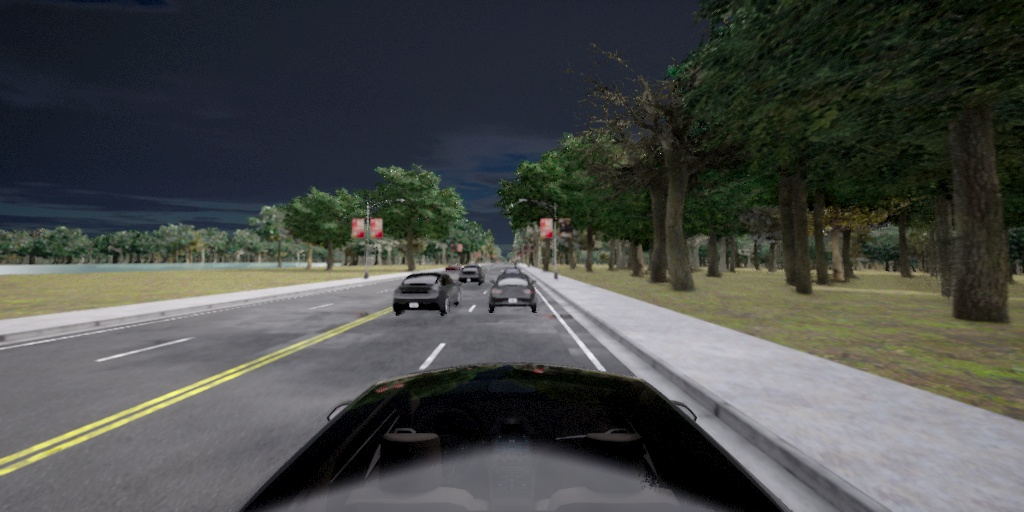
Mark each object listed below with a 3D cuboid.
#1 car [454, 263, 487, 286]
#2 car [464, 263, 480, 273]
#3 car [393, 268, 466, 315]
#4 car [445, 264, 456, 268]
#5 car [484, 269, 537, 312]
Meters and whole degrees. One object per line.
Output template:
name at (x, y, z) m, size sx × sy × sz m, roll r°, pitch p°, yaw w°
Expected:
car at (-3.216, 1.572, 29.246) m, size 1.837 × 1.490 × 4.892 m, roll 0°, pitch 0°, yaw 0°
car at (-6.572, 1.913, 59.435) m, size 2.128 × 1.511 × 4.902 m, roll 0°, pitch -1°, yaw 1°
car at (-3.211, 1.400, 14.248) m, size 1.837 × 1.490 × 4.892 m, roll 0°, pitch 0°, yaw 1°
car at (-9.817, 2.022, 59.435) m, size 1.895 × 1.301 × 4.718 m, roll 0°, pitch -1°, yaw 1°
car at (0.046, 1.428, 14.929) m, size 1.812 × 1.442 × 4.674 m, roll 0°, pitch 0°, yaw 0°
